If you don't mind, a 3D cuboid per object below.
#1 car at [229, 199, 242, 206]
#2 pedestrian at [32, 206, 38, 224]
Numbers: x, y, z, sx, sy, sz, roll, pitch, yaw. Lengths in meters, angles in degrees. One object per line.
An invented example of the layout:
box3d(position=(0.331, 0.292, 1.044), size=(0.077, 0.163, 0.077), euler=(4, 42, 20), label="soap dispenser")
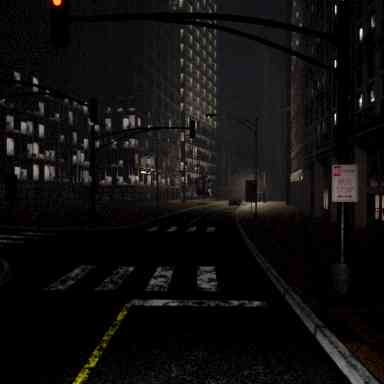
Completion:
box3d(position=(7.574, 1.783, 57.509), size=(1.895, 1.301, 4.718), euler=(0, 0, 14), label="car")
box3d(position=(-9.391, 1.345, 19.892), size=(0.500, 1.100, 0.500), euler=(0, 0, 17), label="pedestrian")
